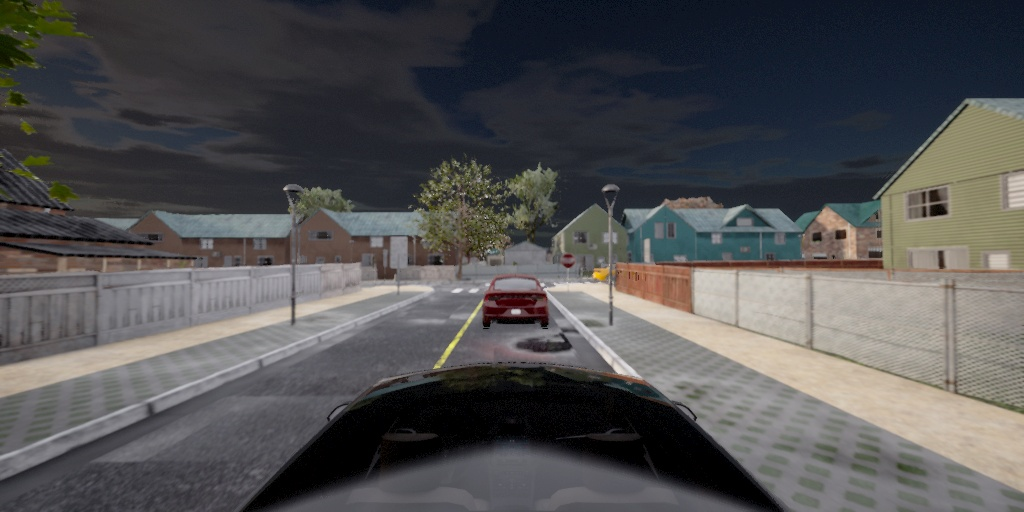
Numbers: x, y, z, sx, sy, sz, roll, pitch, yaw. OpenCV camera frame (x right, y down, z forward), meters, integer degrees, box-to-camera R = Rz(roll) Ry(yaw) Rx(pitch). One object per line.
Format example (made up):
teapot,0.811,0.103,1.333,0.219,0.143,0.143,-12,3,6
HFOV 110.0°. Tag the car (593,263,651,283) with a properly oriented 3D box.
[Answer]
car,8.748,1.320,27.373,5.008,1.535,1.882,-1,-2,-2

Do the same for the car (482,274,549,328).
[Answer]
car,0.103,1.324,11.817,1.882,1.535,5.008,0,-1,0
